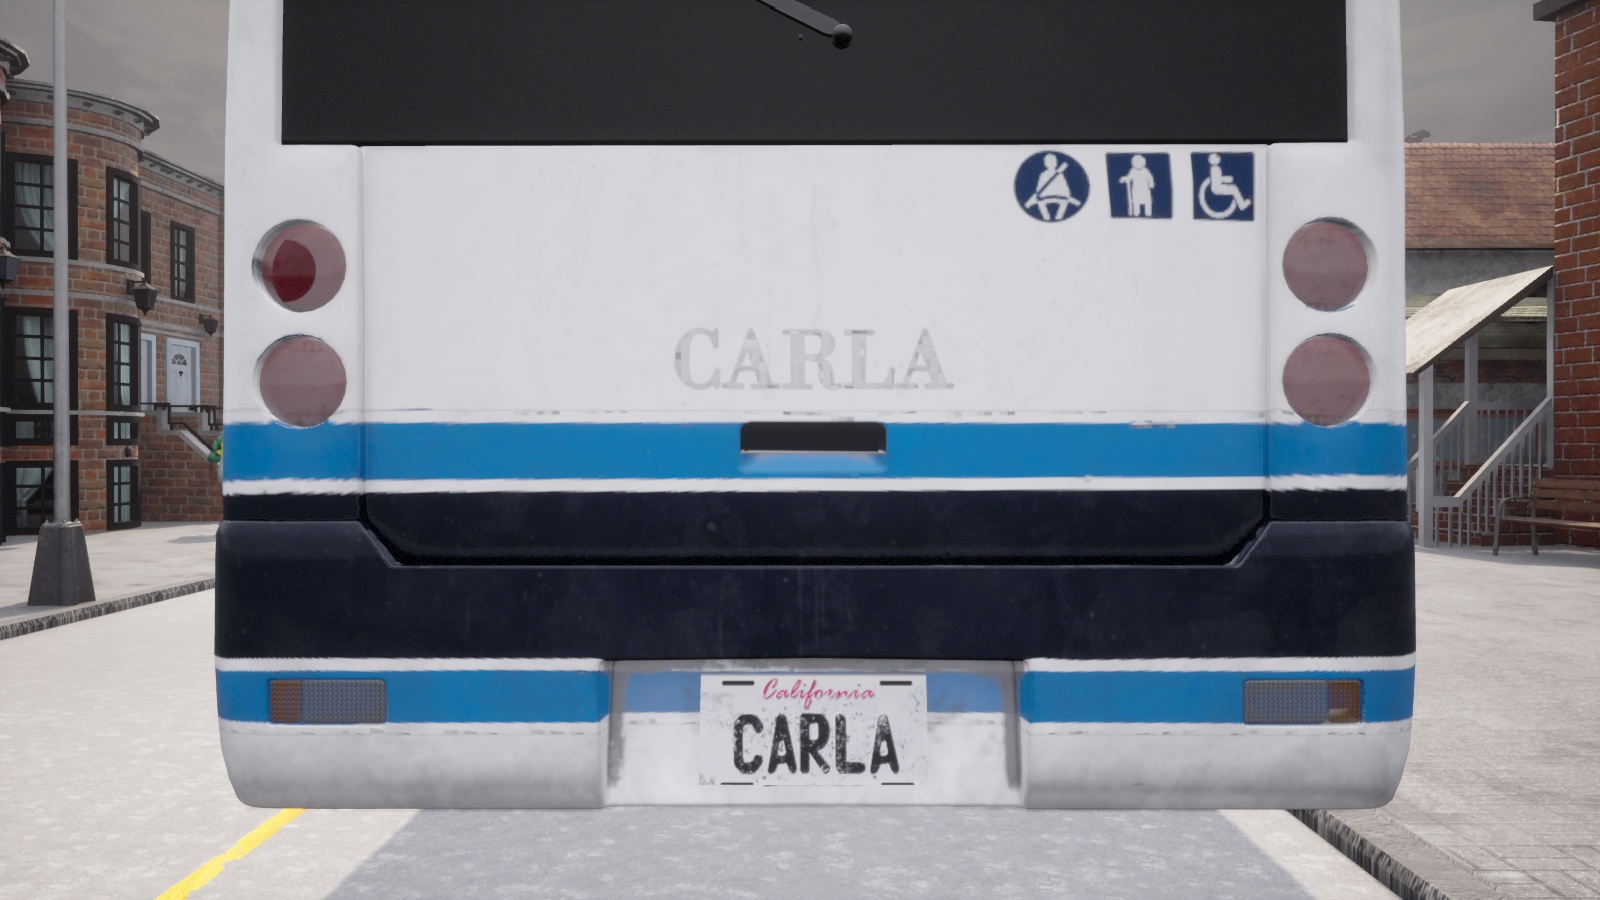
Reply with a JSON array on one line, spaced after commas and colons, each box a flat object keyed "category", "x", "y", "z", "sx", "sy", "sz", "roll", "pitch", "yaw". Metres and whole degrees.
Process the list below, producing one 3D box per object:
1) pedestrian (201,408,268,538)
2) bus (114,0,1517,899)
[{"category": "pedestrian", "x": -8.677, "y": 0.340, "z": 19.300, "sx": 0.659, "sy": 1.952, "sz": 0.873, "roll": 0, "pitch": 0, "yaw": -2}, {"category": "bus", "x": 0.066, "y": -0.679, "z": 8.669, "sx": 3.944, "sy": 4.253, "sz": 10.273, "roll": 0, "pitch": 0, "yaw": 0}]
